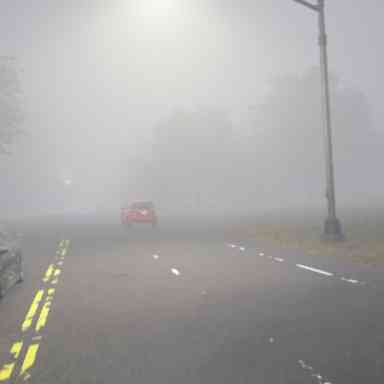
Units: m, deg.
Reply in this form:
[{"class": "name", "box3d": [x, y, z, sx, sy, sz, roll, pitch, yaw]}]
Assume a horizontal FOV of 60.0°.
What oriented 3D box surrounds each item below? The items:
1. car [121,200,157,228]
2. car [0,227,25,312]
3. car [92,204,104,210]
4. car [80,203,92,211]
[{"class": "car", "box3d": [-4.338, 1.719, 26.774, 2.150, 2.045, 5.566, -3, -1, -19]}, {"class": "car", "box3d": [-5.261, 1.674, 7.540, 2.097, 1.767, 4.553, -3, -1, -19]}, {"class": "car", "box3d": [-23.120, 3.678, 82.896, 1.882, 1.535, 5.008, -3, -1, -19]}, {"class": "car", "box3d": [-24.969, 3.797, 77.281, 1.895, 1.301, 4.718, -3, -1, -16]}]
